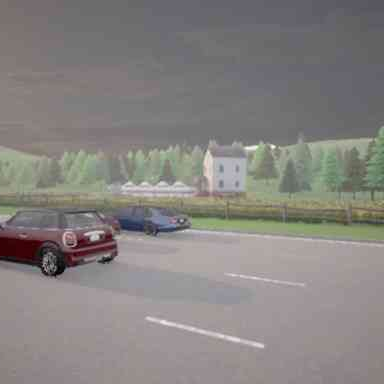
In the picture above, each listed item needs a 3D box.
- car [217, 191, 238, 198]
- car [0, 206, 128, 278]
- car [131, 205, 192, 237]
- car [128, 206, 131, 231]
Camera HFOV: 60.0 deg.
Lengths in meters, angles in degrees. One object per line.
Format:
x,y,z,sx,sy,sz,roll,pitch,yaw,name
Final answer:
7.699,0.662,73.111,4.605,1.855,1.932,1,1,29,car
-4.454,1.230,9.959,4.553,1.767,2.097,1,0,29,car
-2.656,1.383,16.978,5.357,1.411,2.033,1,1,29,car
-5.174,1.361,14.376,4.674,1.442,1.812,1,1,29,car
